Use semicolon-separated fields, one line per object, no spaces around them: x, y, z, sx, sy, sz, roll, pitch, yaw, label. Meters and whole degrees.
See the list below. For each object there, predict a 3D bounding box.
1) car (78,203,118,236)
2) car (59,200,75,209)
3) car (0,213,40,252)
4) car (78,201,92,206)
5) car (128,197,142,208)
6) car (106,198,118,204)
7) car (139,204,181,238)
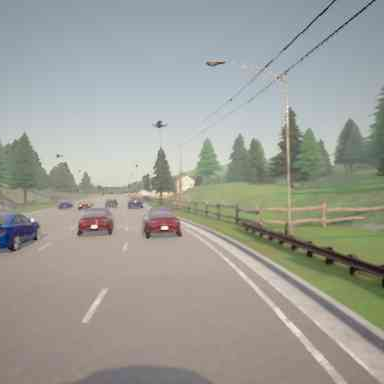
-5.523;1.640;19.492;1.812;1.442;4.674;-1;0;-11;car
-19.873;1.926;52.828;1.812;1.442;4.674;-1;0;-12;car
-8.184;1.638;14.577;1.882;1.535;5.008;-1;0;-10;car
-15.309;1.914;48.303;1.895;1.301;4.718;-1;0;-12;car
-8.808;1.546;51.333;2.097;1.767;4.553;-1;0;-12;car
-12.841;1.762;53.419;2.128;1.511;4.902;-1;0;-12;car
-1.736;1.569;18.233;1.812;1.442;4.674;-1;0;-11;car
